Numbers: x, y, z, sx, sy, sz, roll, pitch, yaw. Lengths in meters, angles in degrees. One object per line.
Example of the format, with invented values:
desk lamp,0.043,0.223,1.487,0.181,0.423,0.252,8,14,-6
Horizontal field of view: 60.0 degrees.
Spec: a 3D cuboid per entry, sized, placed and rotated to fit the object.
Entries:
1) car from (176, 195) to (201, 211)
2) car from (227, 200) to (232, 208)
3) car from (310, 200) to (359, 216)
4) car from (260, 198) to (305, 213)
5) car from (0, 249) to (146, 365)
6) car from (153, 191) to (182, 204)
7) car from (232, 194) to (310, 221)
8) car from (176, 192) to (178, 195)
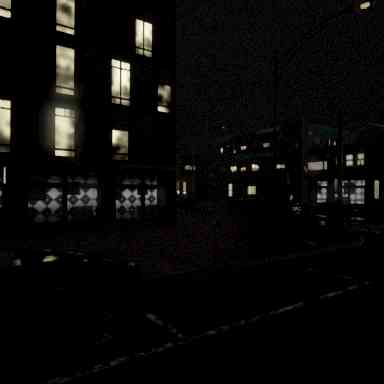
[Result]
car,-0.835,1.231,33.702,1.802,1.307,4.206,1,0,-36
car,5.912,1.130,38.675,1.967,1.590,4.097,1,0,-36
car,12.493,1.371,29.746,1.887,1.381,4.507,1,0,-36
car,9.202,1.340,34.209,1.802,1.307,4.206,1,0,-36
car,-2.737,1.566,4.602,4.313,1.339,1.947,0,0,-36
car,-3.956,0.793,52.066,2.192,1.841,5.009,1,0,-36
car,5.753,1.101,24.773,2.192,1.841,5.009,1,0,-36
car,-0.671,1.101,47.603,2.008,1.369,4.403,1,0,-36
